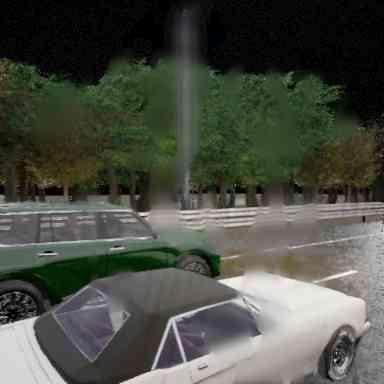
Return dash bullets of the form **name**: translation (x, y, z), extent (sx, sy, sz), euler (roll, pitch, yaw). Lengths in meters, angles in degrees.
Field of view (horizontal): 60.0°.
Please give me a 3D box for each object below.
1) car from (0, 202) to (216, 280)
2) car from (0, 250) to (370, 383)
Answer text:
- **car**: translation (-2.011, 1.212, 6.627), extent (5.566, 2.045, 2.150), euler (0, 0, -36)
- **car**: translation (-0.009, 1.592, 3.739), extent (4.718, 1.301, 1.895), euler (0, 0, -35)
